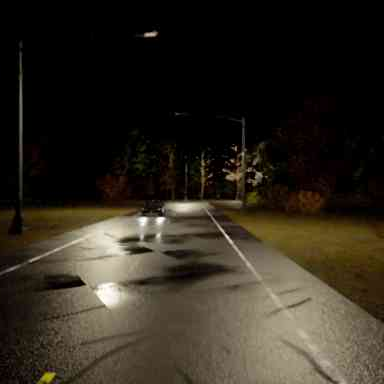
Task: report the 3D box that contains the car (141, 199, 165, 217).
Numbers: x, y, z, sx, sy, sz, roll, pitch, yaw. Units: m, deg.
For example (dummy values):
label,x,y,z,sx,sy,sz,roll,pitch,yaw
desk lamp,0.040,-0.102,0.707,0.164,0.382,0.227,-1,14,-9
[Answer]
label,x,y,z,sx,sy,sz,roll,pitch,yaw
car,-3.582,1.485,31.334,1.837,1.490,4.892,0,0,0
